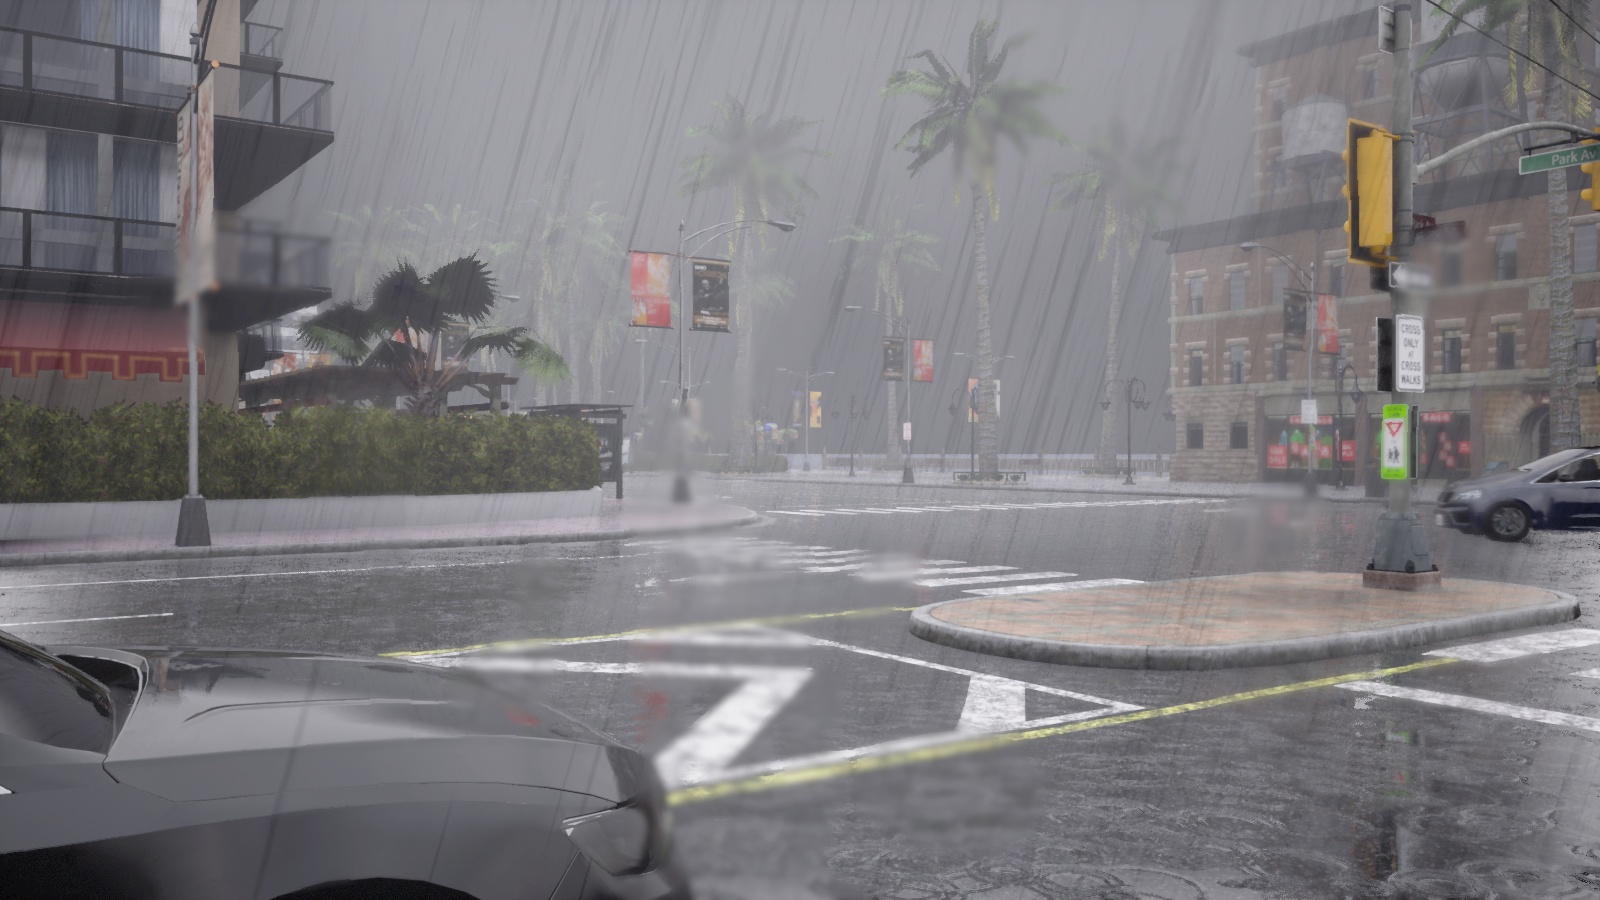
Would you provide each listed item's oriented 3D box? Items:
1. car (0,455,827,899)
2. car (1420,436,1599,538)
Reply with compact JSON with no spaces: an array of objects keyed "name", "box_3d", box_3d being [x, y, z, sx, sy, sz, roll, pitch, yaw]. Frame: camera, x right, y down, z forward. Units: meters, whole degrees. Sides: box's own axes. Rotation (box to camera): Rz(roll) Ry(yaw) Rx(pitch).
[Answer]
[{"name":"car","box_3d":[-2.478,0.760,1.933,4.892,1.490,1.837,0,0,-35]},{"name":"car","box_3d":[13.461,0.613,21.629,4.611,1.667,2.242,0,0,14]}]
